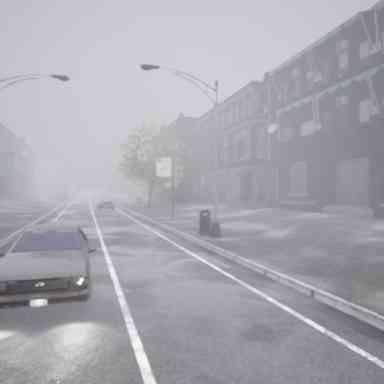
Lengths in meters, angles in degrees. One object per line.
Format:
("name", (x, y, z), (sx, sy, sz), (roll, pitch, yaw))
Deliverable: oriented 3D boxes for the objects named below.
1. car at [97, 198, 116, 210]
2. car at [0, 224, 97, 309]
("car", (-10.502, 1.416, 40.438), (1.812, 1.442, 4.674), (0, 0, -18))
("car", (-3.476, 1.545, 8.337), (2.033, 1.411, 5.357), (0, 0, -18))
